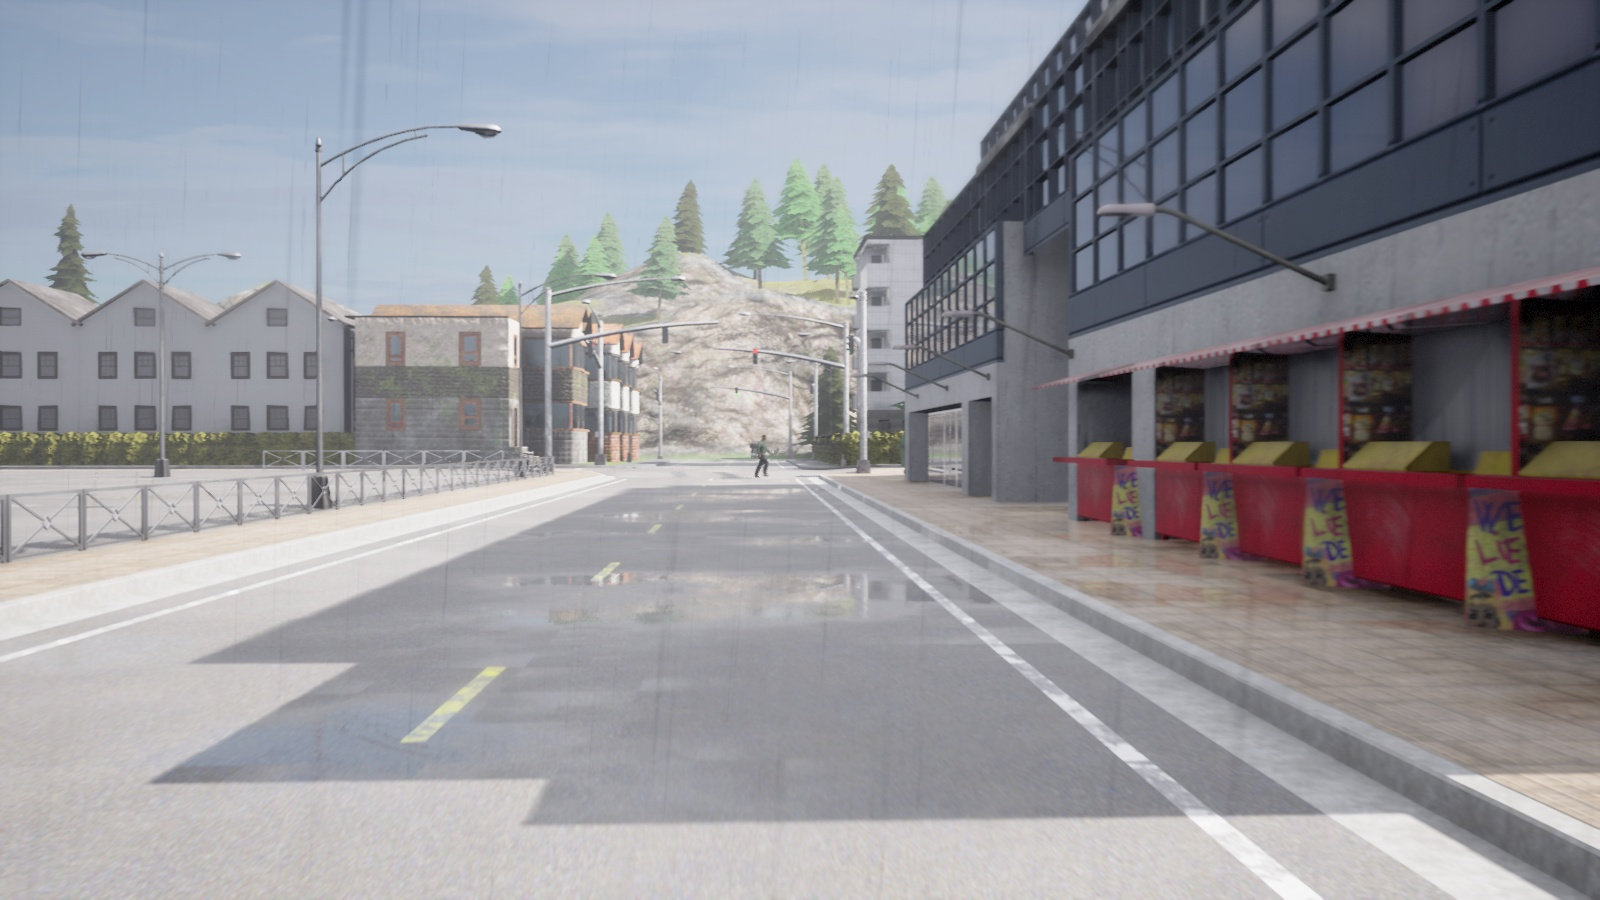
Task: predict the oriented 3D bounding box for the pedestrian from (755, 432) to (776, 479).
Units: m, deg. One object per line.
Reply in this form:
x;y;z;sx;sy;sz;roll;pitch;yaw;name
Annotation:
-1.433;0.235;52.146;0.788;1.949;0.423;0;0;18;pedestrian
